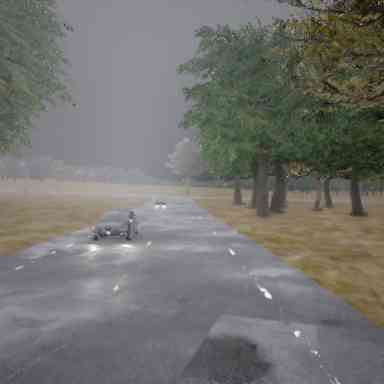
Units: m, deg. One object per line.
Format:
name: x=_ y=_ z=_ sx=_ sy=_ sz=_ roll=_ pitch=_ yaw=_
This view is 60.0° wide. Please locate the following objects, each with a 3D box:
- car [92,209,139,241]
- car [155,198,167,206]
car: x=-3.945 y=1.680 z=17.791 sx=1.837 sy=1.490 sz=4.892 roll=0 pitch=-1 yaw=-2
car: x=-5.568 y=1.727 z=59.436 sx=1.994 sy=1.385 sz=4.181 roll=0 pitch=1 yaw=-2
